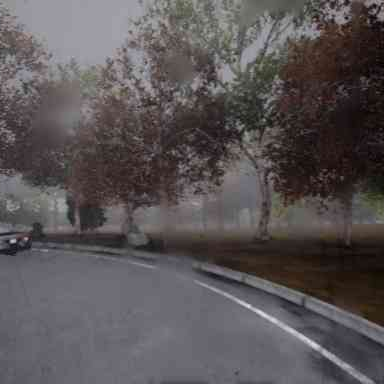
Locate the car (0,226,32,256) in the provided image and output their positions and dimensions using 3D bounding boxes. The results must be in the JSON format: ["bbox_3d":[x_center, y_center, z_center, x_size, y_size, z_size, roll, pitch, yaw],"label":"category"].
[{"bbox_3d":[-9.310,2.053,14.080,5.357,1.411,2.033,-2,-1,24],"label":"car"}]
